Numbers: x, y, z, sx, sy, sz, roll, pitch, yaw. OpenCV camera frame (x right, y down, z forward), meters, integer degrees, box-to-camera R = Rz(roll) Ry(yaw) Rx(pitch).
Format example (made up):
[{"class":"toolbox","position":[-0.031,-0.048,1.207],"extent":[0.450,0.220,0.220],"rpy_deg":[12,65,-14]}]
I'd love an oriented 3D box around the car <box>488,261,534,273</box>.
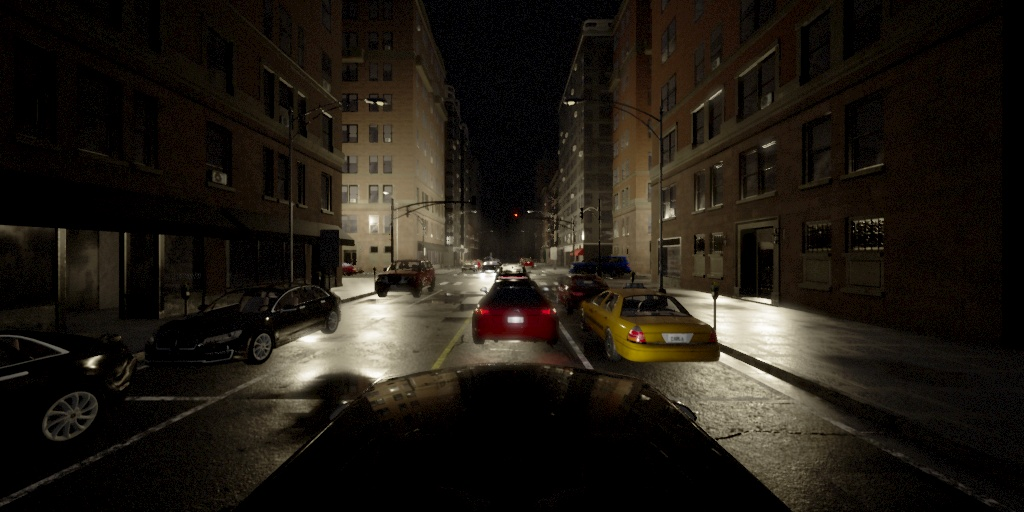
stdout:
[{"class":"car","position":[0.035,1.238,19.420],"extent":[2.128,1.511,4.902],"rpy_deg":[0,0,0]}]

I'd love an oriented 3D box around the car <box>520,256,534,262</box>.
[{"class":"car","position":[2.760,1.172,61.521],"extent":[1.967,1.591,4.097],"rpy_deg":[0,0,0]}]

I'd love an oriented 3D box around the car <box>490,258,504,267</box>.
[{"class":"car","position":[-2.676,1.221,65.046],"extent":[2.128,1.511,4.902],"rpy_deg":[0,0,1]}]

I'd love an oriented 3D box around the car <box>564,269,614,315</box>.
[{"class":"car","position":[2.659,1.330,13.281],"extent":[1.802,1.307,4.207],"rpy_deg":[0,0,0]}]

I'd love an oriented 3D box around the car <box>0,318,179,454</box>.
[{"class":"car","position":[-5.388,1.300,2.481],"extent":[2.007,1.370,4.403],"rpy_deg":[0,0,0]}]

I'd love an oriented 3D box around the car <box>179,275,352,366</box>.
[{"class":"car","position":[-5.377,1.299,7.894],"extent":[2.007,1.370,4.403],"rpy_deg":[0,0,0]}]

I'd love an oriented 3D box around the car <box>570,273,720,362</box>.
[{"class":"car","position":[2.648,1.274,8.038],"extent":[1.751,1.417,4.829],"rpy_deg":[0,0,0]}]

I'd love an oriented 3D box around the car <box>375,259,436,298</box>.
[{"class":"car","position":[-5.354,1.061,18.719],"extent":[2.192,1.841,5.009],"rpy_deg":[0,0,0]}]

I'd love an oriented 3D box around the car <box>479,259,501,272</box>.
[{"class":"car","position":[-2.760,1.341,45.326],"extent":[1.895,1.301,4.718],"rpy_deg":[0,0,0]}]

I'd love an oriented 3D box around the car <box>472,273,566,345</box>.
[{"class":"car","position":[0.082,1.313,9.550],"extent":[1.994,1.385,4.181],"rpy_deg":[0,0,0]}]

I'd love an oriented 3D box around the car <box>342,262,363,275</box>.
[{"class":"car","position":[-16.770,1.225,33.291],"extent":[5.357,1.411,2.033],"rpy_deg":[0,0,0]}]

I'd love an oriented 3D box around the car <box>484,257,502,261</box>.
[{"class":"car","position":[-2.732,1.227,54.895],"extent":[2.128,1.511,4.902],"rpy_deg":[0,0,0]}]

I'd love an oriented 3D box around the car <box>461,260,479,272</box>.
[{"class":"car","position":[-5.299,1.290,45.182],"extent":[2.007,1.370,4.403],"rpy_deg":[0,0,0]}]

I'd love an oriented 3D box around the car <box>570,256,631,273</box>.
[{"class":"car","position":[8.217,1.009,33.651],"extent":[5.566,2.045,2.150],"rpy_deg":[0,0,5]}]
